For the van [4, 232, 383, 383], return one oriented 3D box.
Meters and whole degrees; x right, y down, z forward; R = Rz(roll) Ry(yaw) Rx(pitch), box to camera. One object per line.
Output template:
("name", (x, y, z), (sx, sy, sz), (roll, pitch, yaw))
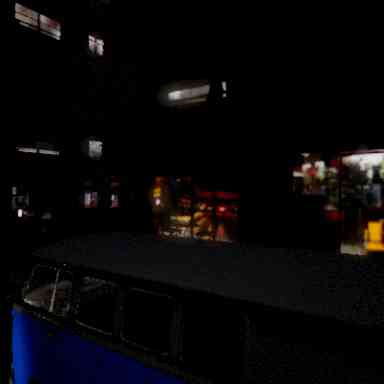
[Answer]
("van", (0.045, 1.340, 2.827), (3.998, 1.788, 1.690), (0, 1, 35))
